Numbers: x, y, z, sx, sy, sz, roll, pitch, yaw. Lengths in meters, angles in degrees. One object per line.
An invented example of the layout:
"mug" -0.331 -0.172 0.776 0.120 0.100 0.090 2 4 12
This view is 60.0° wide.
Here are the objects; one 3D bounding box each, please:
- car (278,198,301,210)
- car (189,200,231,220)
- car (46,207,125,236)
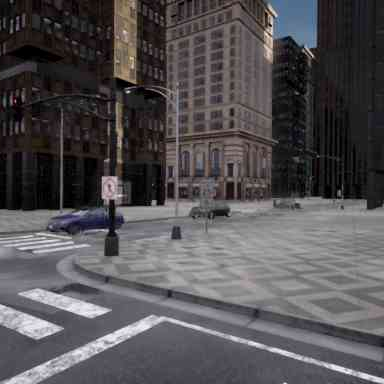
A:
"car" 13.865 1.614 47.306 2.097 1.767 4.553 1 0 36
"car" 1.698 1.505 30.191 2.097 1.767 4.553 1 0 36
"car" -6.018 1.592 19.356 1.812 1.442 4.674 1 0 37
